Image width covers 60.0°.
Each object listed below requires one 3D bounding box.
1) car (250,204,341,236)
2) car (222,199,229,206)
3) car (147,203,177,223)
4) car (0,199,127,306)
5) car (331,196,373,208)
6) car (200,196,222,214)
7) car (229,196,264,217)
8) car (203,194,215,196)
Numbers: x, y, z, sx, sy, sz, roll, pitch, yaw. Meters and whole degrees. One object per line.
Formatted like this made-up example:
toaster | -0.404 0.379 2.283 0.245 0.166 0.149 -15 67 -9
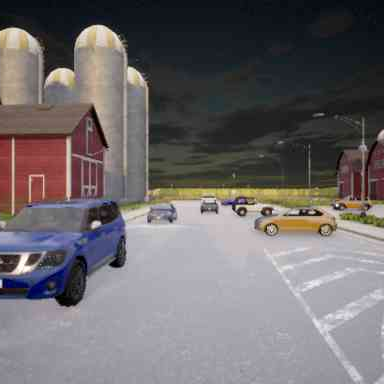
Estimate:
car | 5.447 1.532 17.820 4.193 1.474 1.816 0 0 4
car | 7.098 1.560 55.476 4.611 1.667 2.242 0 0 4
car | -2.213 1.562 25.855 1.812 1.442 4.674 0 0 4
car | -3.238 1.235 8.462 2.150 2.045 5.566 0 0 3
car | 19.504 1.371 40.705 4.605 1.855 1.932 0 0 4
car | 1.916 1.543 36.177 2.128 1.511 4.902 0 0 3
car | 5.673 1.358 31.313 3.866 1.878 1.905 0 0 4
car | 2.415 1.288 46.257 2.150 2.045 5.566 0 0 4
